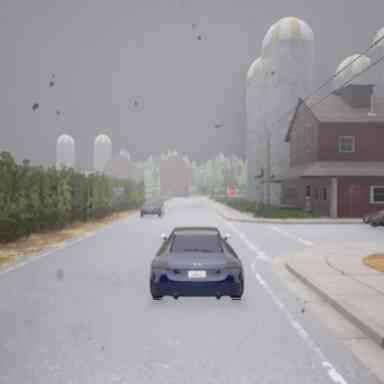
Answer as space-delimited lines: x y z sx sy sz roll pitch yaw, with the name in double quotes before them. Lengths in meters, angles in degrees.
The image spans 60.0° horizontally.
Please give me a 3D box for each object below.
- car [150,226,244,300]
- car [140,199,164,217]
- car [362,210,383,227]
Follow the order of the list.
"car" 0.094 1.552 8.434 1.994 1.385 4.181 0 0 0
"car" -3.590 1.462 30.582 1.837 1.490 4.892 0 0 0
"car" 12.896 1.450 20.035 4.892 1.490 1.837 0 0 -1
